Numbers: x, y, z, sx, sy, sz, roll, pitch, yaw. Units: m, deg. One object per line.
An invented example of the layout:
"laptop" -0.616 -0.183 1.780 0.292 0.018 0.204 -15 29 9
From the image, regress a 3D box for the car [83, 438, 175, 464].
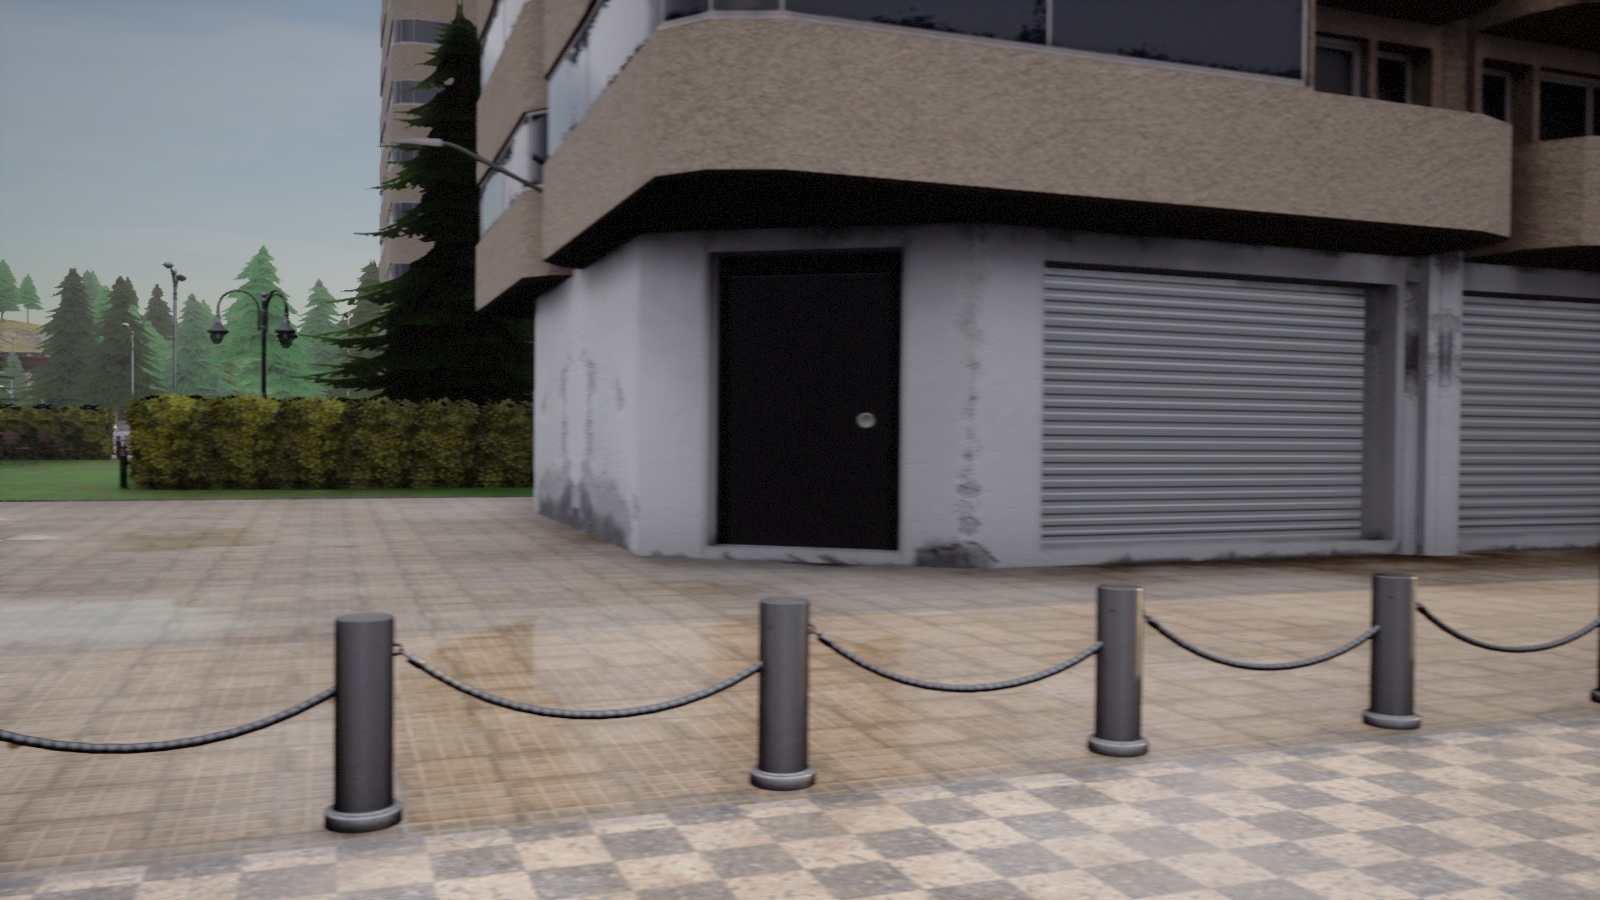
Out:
"car" -40.355 0.029 75.676 4.674 1.442 1.812 -1 1 -21
